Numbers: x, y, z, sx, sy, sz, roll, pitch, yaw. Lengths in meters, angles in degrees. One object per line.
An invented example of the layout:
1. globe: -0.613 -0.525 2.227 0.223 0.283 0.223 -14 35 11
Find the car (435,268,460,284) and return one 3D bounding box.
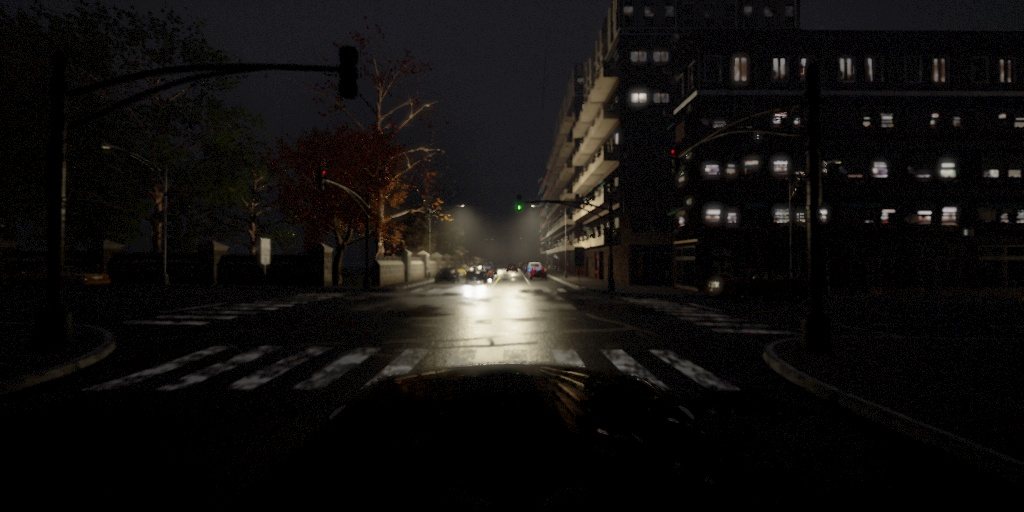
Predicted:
1. car: -5.682 1.720 32.037 1.948 1.339 4.313 0 0 0

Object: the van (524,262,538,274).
1. van: 2.702 1.651 43.294 1.690 1.789 3.998 0 0 0

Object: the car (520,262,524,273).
1. car: 2.705 1.909 54.553 1.967 1.591 4.097 0 0 0

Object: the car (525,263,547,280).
1. car: 2.700 1.777 37.664 1.888 1.381 4.507 0 0 0

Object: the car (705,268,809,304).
1. car: 13.454 1.585 19.688 5.009 1.841 2.192 0 0 -1

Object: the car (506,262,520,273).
1. car: 0.015 2.058 60.342 1.837 1.490 4.892 0 -1 0

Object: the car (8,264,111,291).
1. car: -24.738 1.108 19.343 4.829 1.417 1.751 0 0 -1

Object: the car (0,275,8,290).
1. car: -18.959 1.126 11.015 4.207 1.307 1.802 0 0 -1

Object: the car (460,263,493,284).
1. car: -3.101 1.649 32.276 2.128 1.511 4.902 0 -1 -1

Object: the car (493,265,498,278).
1. car: -3.086 1.860 42.287 1.994 1.385 4.181 0 -1 0
